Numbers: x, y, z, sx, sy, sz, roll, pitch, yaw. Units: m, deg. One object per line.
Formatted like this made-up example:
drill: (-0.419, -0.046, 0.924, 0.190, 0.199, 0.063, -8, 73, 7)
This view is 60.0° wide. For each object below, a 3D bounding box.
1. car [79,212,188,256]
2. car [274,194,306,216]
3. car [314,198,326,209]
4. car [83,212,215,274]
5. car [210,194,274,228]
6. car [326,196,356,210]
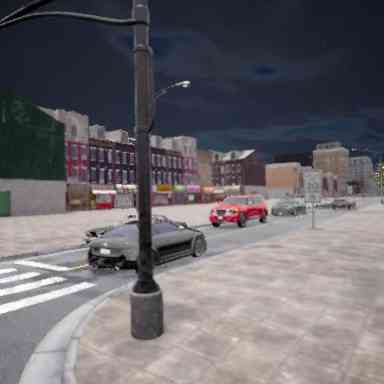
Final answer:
car: (-2.299, 1.660, 14.422, 1.895, 1.301, 4.718, -2, -1, 34)
car: (8.969, 1.265, 30.844, 2.097, 1.767, 4.553, -2, -1, 35)
car: (16.936, 1.402, 42.300, 1.895, 1.301, 4.718, -2, -1, 35)
car: (-1.249, 1.545, 10.570, 1.994, 1.385, 4.181, -2, -1, 32)
car: (3.295, 1.209, 22.585, 2.150, 2.045, 5.566, -2, -1, 35)
car: (17.226, 1.235, 37.759, 2.128, 1.511, 4.902, -2, -1, 35)
